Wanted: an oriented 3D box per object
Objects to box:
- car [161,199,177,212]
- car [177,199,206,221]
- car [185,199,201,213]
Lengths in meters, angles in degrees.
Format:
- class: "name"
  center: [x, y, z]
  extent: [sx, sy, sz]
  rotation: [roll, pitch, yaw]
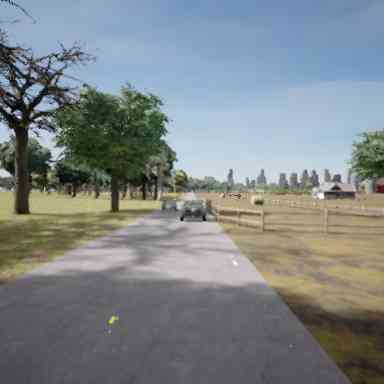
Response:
- class: "car"
  center: [-2.820, 1.645, 41.806]
  extent: [2.128, 1.511, 4.902]
  rotation: [0, 0, 0]
- class: "car"
  center: [0.103, 1.423, 28.000]
  extent: [2.097, 1.767, 4.553]
  rotation: [0, 0, 0]
- class: "car"
  center: [0.101, 1.648, 40.009]
  extent: [1.837, 1.490, 4.892]
  rotation: [0, 0, 0]
